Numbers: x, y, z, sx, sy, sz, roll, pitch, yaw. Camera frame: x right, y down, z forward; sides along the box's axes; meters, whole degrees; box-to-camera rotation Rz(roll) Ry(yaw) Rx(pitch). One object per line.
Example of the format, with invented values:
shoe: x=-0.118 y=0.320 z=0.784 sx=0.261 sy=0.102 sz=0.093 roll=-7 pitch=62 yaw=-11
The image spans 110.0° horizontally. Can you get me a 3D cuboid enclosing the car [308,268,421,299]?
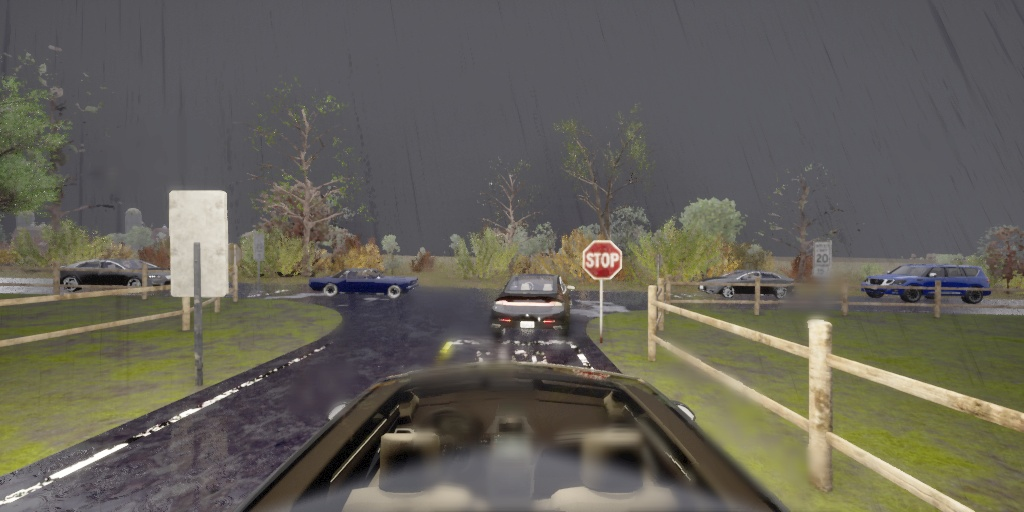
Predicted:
car: x=-6.819 y=1.248 z=17.026 sx=4.718 sy=1.301 sz=1.895 roll=1 pitch=1 yaw=0

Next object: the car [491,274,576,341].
car: x=0.708 y=1.240 z=9.993 sx=2.128 sy=1.511 sz=4.902 roll=0 pitch=0 yaw=9

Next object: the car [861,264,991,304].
car: x=22.903 y=1.466 z=19.937 sx=5.566 sy=2.045 sz=2.150 roll=1 pitch=1 yaw=0

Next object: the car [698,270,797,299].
car: x=13.007 y=1.525 z=19.950 sx=4.902 sy=1.511 sz=2.128 roll=1 pitch=1 yaw=0

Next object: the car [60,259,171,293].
car: x=-18.487 y=0.885 z=17.044 sx=4.902 sy=1.511 sz=2.128 roll=1 pitch=1 yaw=0
